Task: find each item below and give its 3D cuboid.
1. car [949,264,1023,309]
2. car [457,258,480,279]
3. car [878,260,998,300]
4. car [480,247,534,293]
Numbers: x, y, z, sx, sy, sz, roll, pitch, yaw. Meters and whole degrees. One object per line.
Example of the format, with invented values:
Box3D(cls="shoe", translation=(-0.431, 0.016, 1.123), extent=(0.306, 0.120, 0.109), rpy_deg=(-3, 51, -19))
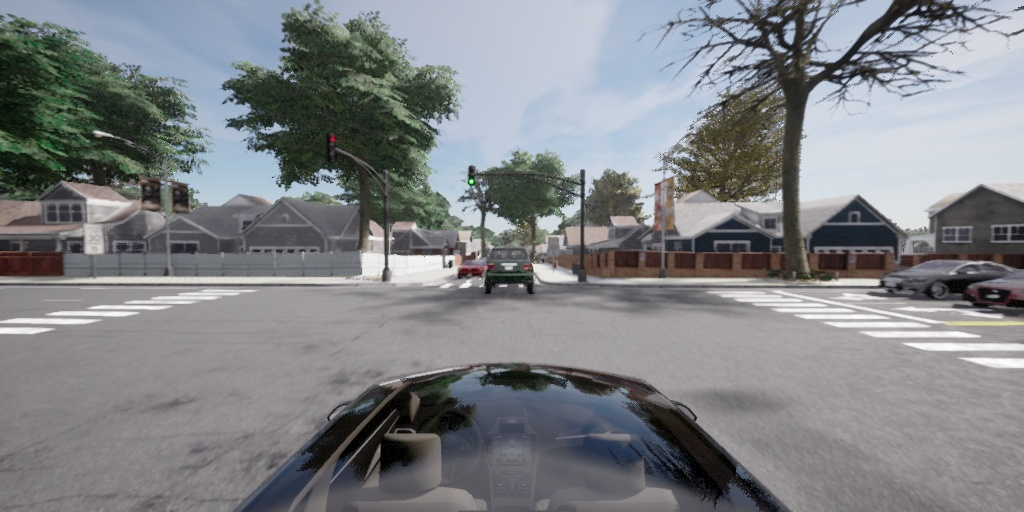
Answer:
Box3D(cls="car", translation=(17.379, 1.110, 11.465), extent=(4.181, 1.385, 1.994), rpy_deg=(0, 2, 0))
Box3D(cls="car", translation=(-2.868, 0.984, 26.791), extent=(1.895, 1.301, 4.718), rpy_deg=(0, 0, 1))
Box3D(cls="car", translation=(18.013, 0.919, 14.705), extent=(4.902, 1.511, 2.128), rpy_deg=(0, 2, 1))
Box3D(cls="car", translation=(-0.116, 0.604, 17.570), extent=(2.150, 2.045, 5.566), rpy_deg=(0, 0, 0))
